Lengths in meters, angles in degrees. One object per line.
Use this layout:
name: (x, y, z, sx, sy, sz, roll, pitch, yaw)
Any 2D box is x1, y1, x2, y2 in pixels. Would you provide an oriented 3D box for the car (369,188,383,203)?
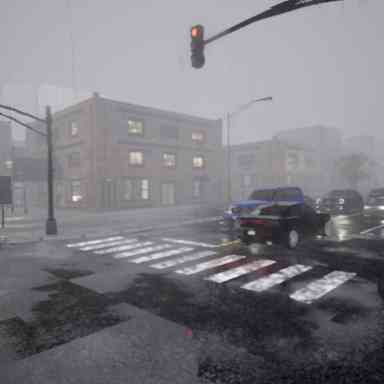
car: (17.913, 0.390, 31.516, 1.837, 1.490, 4.892, -1, 1, 45)

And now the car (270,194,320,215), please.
car: (7.793, 0.873, 24.982, 1.802, 1.307, 4.206, 0, 2, 45)

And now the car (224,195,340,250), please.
car: (3.625, 1.104, 12.647, 1.882, 1.535, 5.008, -1, 1, 43)

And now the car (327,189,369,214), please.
car: (10.874, 0.564, 24.422, 2.097, 1.767, 4.553, -1, 1, 45)

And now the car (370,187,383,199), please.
car: (23.820, 0.115, 41.161, 1.947, 1.339, 4.313, 0, 2, 45)

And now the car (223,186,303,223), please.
car: (3.981, 0.755, 17.469, 5.566, 2.045, 2.150, -3, 1, -45)

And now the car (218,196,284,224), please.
car: (3.786, 1.044, 20.936, 1.947, 1.339, 4.313, 0, 2, 45)
